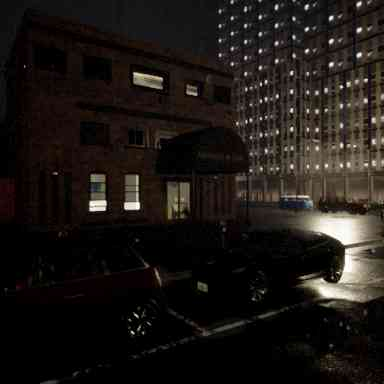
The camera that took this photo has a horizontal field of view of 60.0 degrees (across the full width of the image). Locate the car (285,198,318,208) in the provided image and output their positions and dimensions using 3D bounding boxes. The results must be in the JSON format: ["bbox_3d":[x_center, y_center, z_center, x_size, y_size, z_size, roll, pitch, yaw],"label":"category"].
[{"bbox_3d":[15.432,1.511,46.930,1.802,1.307,4.206,0,0,-35],"label":"car"}]

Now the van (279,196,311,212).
[{"bbox_3d":[11.726,1.324,37.590,1.690,1.788,3.998,0,0,-35],"label":"van"}]

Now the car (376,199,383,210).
[{"bbox_3d":[21.771,1.495,37.840,2.008,1.369,4.403,0,0,-35],"label":"car"}]

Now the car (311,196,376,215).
[{"bbox_3d":[14.896,1.306,33.045,2.192,1.841,5.009,0,0,-35],"label":"car"}]

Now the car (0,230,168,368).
[{"bbox_3d":[-2.475,1.440,4.802,4.097,1.590,1.967,0,0,-35],"label":"car"}]

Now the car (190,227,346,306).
[{"bbox_3d":[1.988,1.565,8.056,4.313,1.339,1.947,0,0,-35],"label":"car"}]
